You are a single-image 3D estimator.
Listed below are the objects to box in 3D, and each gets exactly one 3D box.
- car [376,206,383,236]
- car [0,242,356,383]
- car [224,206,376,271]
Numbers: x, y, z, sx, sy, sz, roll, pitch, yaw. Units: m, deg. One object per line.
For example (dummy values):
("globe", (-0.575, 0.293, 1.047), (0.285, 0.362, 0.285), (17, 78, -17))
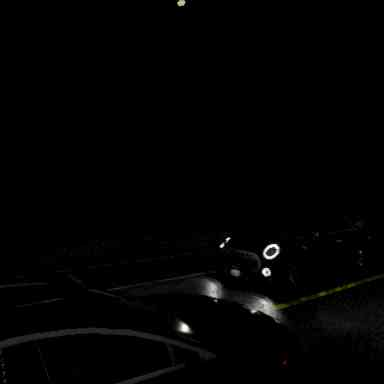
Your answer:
("car", (8.456, 1.435, 16.440), (4.097, 1.590, 1.967), (0, -1, -35))
("car", (-1.118, 1.492, 2.513), (4.902, 1.511, 2.128), (0, 0, -36))
("car", (2.871, 1.350, 9.289), (4.553, 1.767, 2.097), (0, 0, -35))
